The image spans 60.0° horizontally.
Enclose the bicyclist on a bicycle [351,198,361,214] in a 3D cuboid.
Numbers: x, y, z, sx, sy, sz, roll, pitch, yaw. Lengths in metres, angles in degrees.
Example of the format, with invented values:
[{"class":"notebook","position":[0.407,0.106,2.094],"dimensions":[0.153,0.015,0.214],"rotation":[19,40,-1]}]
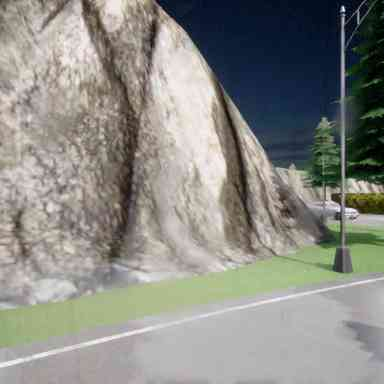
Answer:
[{"class":"bicyclist on a bicycle","position":[16.460,1.456,33.363],"dimensions":[1.656,1.620,0.582],"rotation":[0,0,-28]}]

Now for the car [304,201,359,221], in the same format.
[{"class":"car","position":[11.455,1.527,27.665],"dimensions":[1.812,1.442,4.674],"rotation":[0,0,-28]}]
